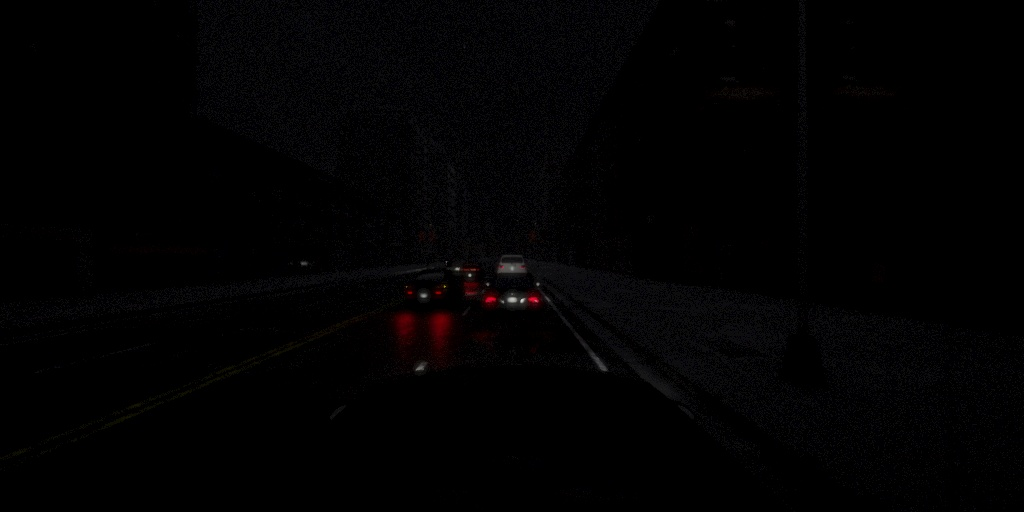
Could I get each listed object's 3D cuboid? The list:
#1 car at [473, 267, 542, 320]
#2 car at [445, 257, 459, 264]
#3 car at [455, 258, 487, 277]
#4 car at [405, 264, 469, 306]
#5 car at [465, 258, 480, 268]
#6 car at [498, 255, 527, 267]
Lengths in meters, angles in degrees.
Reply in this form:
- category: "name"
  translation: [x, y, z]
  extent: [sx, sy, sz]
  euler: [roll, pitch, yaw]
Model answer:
- category: "car"
  translation: [0.025, 1.275, 12.543]
  extent: [2.033, 1.411, 5.357]
  euler: [0, 0, 0]
- category: "car"
  translation: [-9.784, 1.011, 59.862]
  extent: [2.097, 1.767, 4.553]
  euler: [0, 0, 1]
- category: "car"
  translation: [-3.197, 1.203, 29.776]
  extent: [1.837, 1.490, 4.892]
  euler: [0, 0, 0]
- category: "car"
  translation: [-3.197, 1.247, 15.400]
  extent: [1.812, 1.442, 4.674]
  euler: [0, 0, 1]
- category: "car"
  translation: [-6.538, 1.163, 59.770]
  extent: [1.837, 1.490, 4.892]
  euler: [0, 0, 1]
- category: "car"
  translation: [0.039, 0.922, 28.619]
  extent: [2.150, 2.045, 5.566]
  euler: [0, 0, 0]
